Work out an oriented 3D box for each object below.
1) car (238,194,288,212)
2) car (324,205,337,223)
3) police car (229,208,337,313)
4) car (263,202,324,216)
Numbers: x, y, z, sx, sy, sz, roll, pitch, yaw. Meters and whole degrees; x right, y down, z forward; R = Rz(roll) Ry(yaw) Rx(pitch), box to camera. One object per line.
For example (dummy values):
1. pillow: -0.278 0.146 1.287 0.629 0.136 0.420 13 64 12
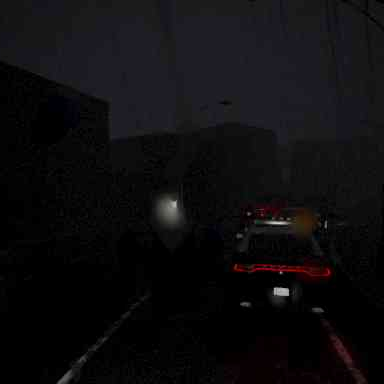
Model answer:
1. car: 5.723 1.205 25.808 2.150 2.045 5.566 1 0 38
2. car: 8.032 1.537 21.451 1.837 1.490 4.892 1 0 34
3. police car: 2.048 1.428 7.952 1.930 1.638 5.238 0 0 13
4. car: 5.188 1.493 16.621 1.882 1.535 5.008 1 0 26
